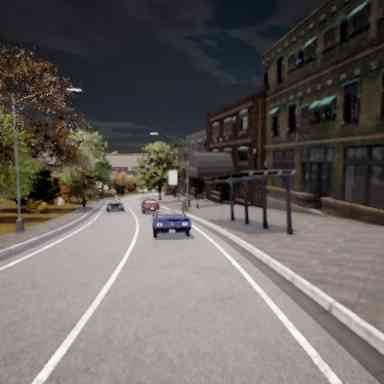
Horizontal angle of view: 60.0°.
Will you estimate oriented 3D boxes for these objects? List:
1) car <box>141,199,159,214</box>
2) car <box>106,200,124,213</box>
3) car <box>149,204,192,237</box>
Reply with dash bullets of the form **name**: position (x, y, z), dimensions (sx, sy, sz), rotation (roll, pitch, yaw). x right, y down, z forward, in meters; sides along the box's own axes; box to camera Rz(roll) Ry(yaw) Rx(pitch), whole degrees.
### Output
- **car**: position (-4.483, 1.498, 35.653), dimensions (1.812, 1.442, 4.674), rotation (-1, 0, -12)
- **car**: position (-8.835, 1.631, 38.332), dimensions (1.994, 1.385, 4.181), rotation (-1, 0, -12)
- **car**: position (-1.215, 1.570, 17.993), dimensions (1.895, 1.301, 4.718), rotation (-1, 0, -7)
